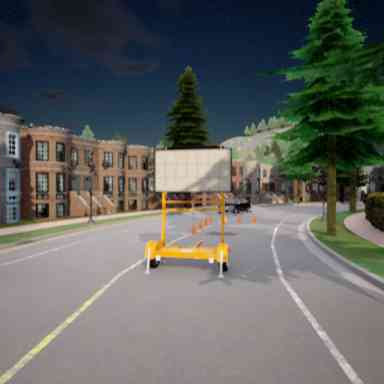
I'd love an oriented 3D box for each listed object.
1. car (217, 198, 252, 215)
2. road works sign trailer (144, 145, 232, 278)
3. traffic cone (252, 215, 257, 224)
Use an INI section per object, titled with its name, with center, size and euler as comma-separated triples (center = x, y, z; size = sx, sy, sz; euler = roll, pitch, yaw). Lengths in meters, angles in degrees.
[car]
center = 4.063, 1.343, 31.546
size = 2.128, 1.511, 4.902
euler = 0, 0, 32
[road works sign trailer]
center = 0.057, 0.415, 10.174
size = 2.380, 3.560, 2.880
euler = 0, 0, 12
[traffic cone]
center = 4.240, 1.849, 22.582
size = 0.340, 0.580, 0.340
euler = 0, 0, 12
